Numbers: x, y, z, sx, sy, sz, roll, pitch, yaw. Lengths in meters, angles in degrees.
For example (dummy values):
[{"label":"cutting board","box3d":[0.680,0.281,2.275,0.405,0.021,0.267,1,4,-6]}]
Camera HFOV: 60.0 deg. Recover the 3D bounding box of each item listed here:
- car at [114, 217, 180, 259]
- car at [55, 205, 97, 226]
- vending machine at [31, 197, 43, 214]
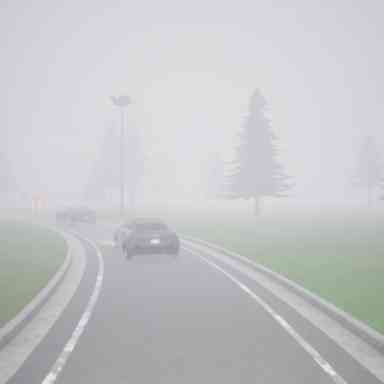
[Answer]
[{"label":"car","box3d":[-1.916,1.696,13.351,1.994,1.385,4.181,0,-1,-19]},{"label":"car","box3d":[-9.127,1.751,25.943,1.882,1.535,5.008,0,0,-38]},{"label":"vending machine","box3d":[-19.536,1.653,42.006,0.880,2.100,1.100,-1,-1,36]}]
